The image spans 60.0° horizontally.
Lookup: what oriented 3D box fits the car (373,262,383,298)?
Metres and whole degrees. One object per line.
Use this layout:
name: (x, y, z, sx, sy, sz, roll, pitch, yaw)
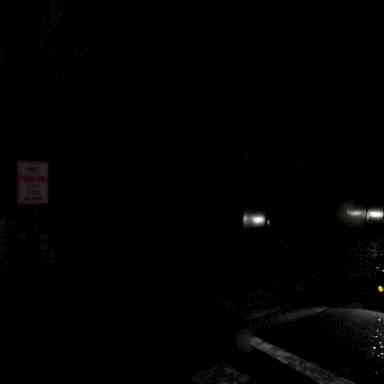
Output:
car: (5.747, 1.601, 7.158, 4.181, 1.385, 1.994, 0, -1, -36)
